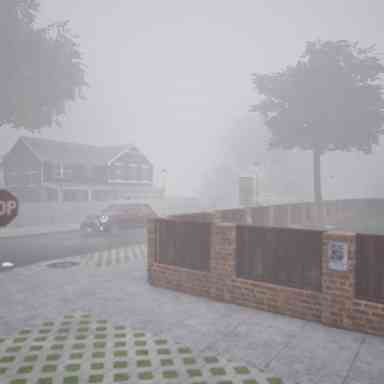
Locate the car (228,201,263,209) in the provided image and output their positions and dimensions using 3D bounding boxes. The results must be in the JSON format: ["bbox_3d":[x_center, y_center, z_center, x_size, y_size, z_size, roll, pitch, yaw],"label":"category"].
[{"bbox_3d":[5.179,1.536,31.981,1.882,1.535,5.008,0,0,35],"label":"car"}]

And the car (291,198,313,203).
[{"bbox_3d":[15.208,1.581,45.989,1.882,1.535,5.008,0,0,35],"label":"car"}]

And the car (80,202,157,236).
[{"bbox_3d":[-4.039,1.378,18.964,2.097,1.767,4.553,0,0,35],"label":"car"}]
